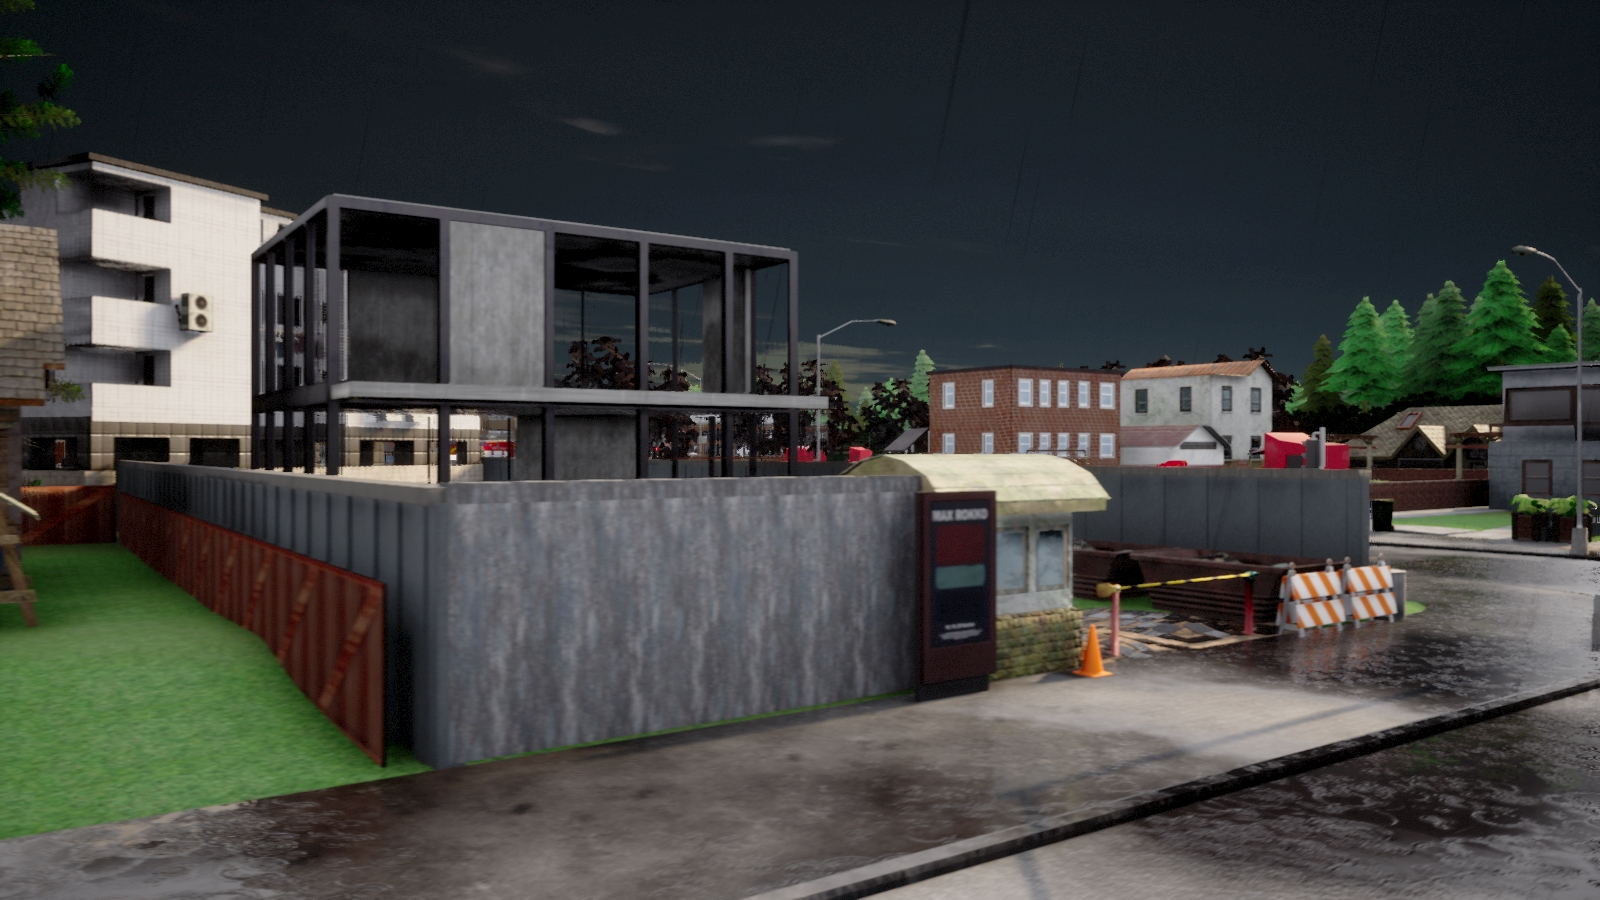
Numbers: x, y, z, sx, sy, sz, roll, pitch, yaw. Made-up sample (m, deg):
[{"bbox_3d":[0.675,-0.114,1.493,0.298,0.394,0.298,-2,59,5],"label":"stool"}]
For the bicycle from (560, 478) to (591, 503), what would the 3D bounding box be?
[{"bbox_3d":[-12.052,2.161,61.330,0.859,1.276,1.487,-3,-1,28],"label":"bicycle"}]
